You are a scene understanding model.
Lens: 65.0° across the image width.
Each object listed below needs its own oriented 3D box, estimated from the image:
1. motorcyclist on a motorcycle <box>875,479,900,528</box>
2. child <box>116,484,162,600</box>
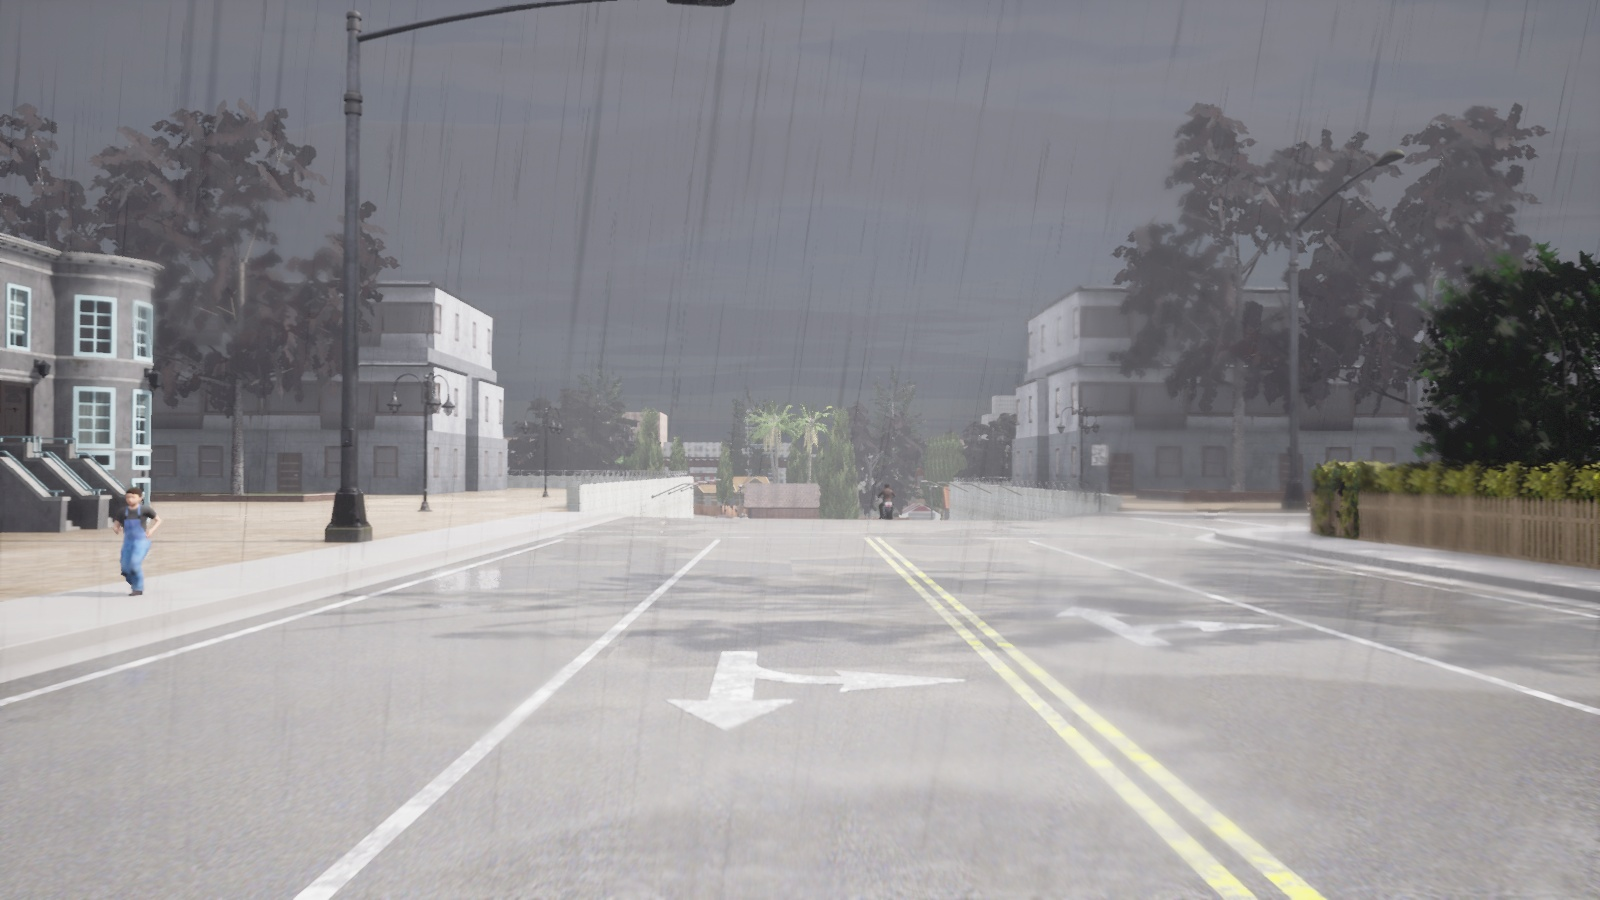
[{"bbox_3d":[3.380,2.109,48.812,0.766,1.649,2.350,0,-9,0],"label":"motorcyclist on a motorcycle"},{"bbox_3d":[-7.344,1.013,13.960,0.270,1.263,0.437,0,-1,-1],"label":"child"}]
